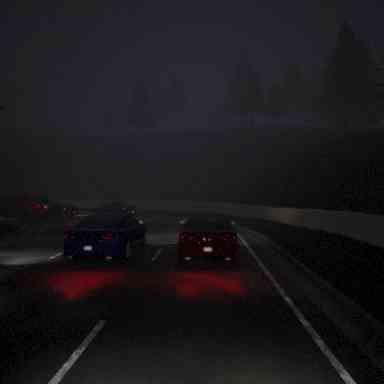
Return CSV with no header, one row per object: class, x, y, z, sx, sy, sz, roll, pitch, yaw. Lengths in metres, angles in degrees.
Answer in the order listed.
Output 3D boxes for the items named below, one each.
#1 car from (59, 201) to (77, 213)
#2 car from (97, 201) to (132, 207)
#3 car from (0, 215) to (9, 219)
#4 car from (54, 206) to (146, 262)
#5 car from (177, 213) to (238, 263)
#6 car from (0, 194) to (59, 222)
car,-12.165,1.528,28.910,4.674,1.442,1.812,0,-1,19
car,-7.074,1.546,30.244,4.674,1.442,1.812,0,-1,35
car,-6.633,1.494,7.628,1.837,1.490,4.892,0,0,3
car,-2.930,1.486,12.169,1.882,1.535,5.008,0,0,2
car,0.560,1.496,12.052,1.882,1.535,5.008,0,0,2
car,-13.627,1.215,25.861,5.566,2.045,2.150,0,-1,17
